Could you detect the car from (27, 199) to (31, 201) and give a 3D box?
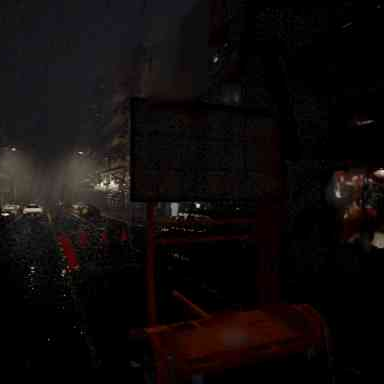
[{"bbox_3d":[-37.102,2.652,73.764,2.008,1.369,4.403,0,-1,-24],"label":"car"}]

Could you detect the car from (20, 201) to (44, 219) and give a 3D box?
[{"bbox_3d":[-17.187,2.062,35.966,1.812,1.442,4.674,0,-1,-24],"label":"car"}]

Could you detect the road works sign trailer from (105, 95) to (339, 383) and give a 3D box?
[{"bbox_3d":[0.225,0.539,4.823,2.380,3.560,2.880,0,-1,-24],"label":"road works sign trailer"}]

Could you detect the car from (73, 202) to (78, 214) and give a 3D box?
[{"bbox_3d":[-13.342,2.184,41.430,1.947,1.339,4.313,0,-1,-24],"label":"car"}]

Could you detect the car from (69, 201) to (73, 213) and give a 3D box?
[{"bbox_3d":[-15.645,2.134,46.538,1.967,1.590,4.097,0,-1,-24],"label":"car"}]

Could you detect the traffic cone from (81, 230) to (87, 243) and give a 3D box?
[{"bbox_3d":[-5.364,2.204,16.526,0.340,0.580,0.340,0,-1,-24],"label":"traffic cone"}]

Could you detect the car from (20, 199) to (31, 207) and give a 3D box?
[{"bbox_3d":[-39.406,2.493,78.873,2.192,1.841,5.009,0,-1,-24],"label":"car"}]

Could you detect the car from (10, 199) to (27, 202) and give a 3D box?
[{"bbox_3d":[-25.599,2.034,48.231,2.192,1.841,5.009,0,-1,-24],"label":"car"}]

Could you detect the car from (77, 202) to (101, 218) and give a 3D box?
[{"bbox_3d":[-11.111,2.070,36.478,1.752,1.417,4.829,0,-1,-24],"label":"car"}]

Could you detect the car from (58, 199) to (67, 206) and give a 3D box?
[{"bbox_3d":[-34.054,2.746,87.395,1.967,1.590,4.097,0,-1,-24],"label":"car"}]

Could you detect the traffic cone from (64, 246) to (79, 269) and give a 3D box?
[{"bbox_3d":[-3.811,2.116,10.645,0.340,0.580,0.340,0,-1,-24],"label":"traffic cone"}]

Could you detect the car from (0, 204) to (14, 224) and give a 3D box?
[{"bbox_3d":[-16.392,1.966,27.801,2.008,1.369,4.403,0,-1,-24],"label":"car"}]

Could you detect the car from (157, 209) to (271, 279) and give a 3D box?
[{"bbox_3d":[0.463,1.478,10.791,2.192,1.841,5.009,0,-1,-24],"label":"car"}]

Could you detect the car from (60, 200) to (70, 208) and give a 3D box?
[{"bbox_3d":[-24.847,2.565,66.965,1.947,1.339,4.313,0,-1,-24],"label":"car"}]

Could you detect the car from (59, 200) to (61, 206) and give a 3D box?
[{"bbox_3d":[-27.149,2.627,72.073,2.008,1.369,4.403,0,-1,-24],"label":"car"}]

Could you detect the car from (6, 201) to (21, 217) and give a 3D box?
[{"bbox_3d":[-20.994,2.117,38.015,2.008,1.369,4.403,0,-1,-24],"label":"car"}]

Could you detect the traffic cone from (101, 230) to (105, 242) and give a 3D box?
[{"bbox_3d":[-4.452,2.210,16.937,0.340,0.580,0.340,0,-1,-24],"label":"traffic cone"}]

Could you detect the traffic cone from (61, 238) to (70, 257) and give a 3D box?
[{"bbox_3d":[-4.632,2.143,12.469,0.340,0.580,0.340,0,-1,-24],"label":"traffic cone"}]

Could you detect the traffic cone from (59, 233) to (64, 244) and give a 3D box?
[{"bbox_3d":[-5.454,2.170,14.292,0.340,0.580,0.340,0,-1,-24],"label":"traffic cone"}]
